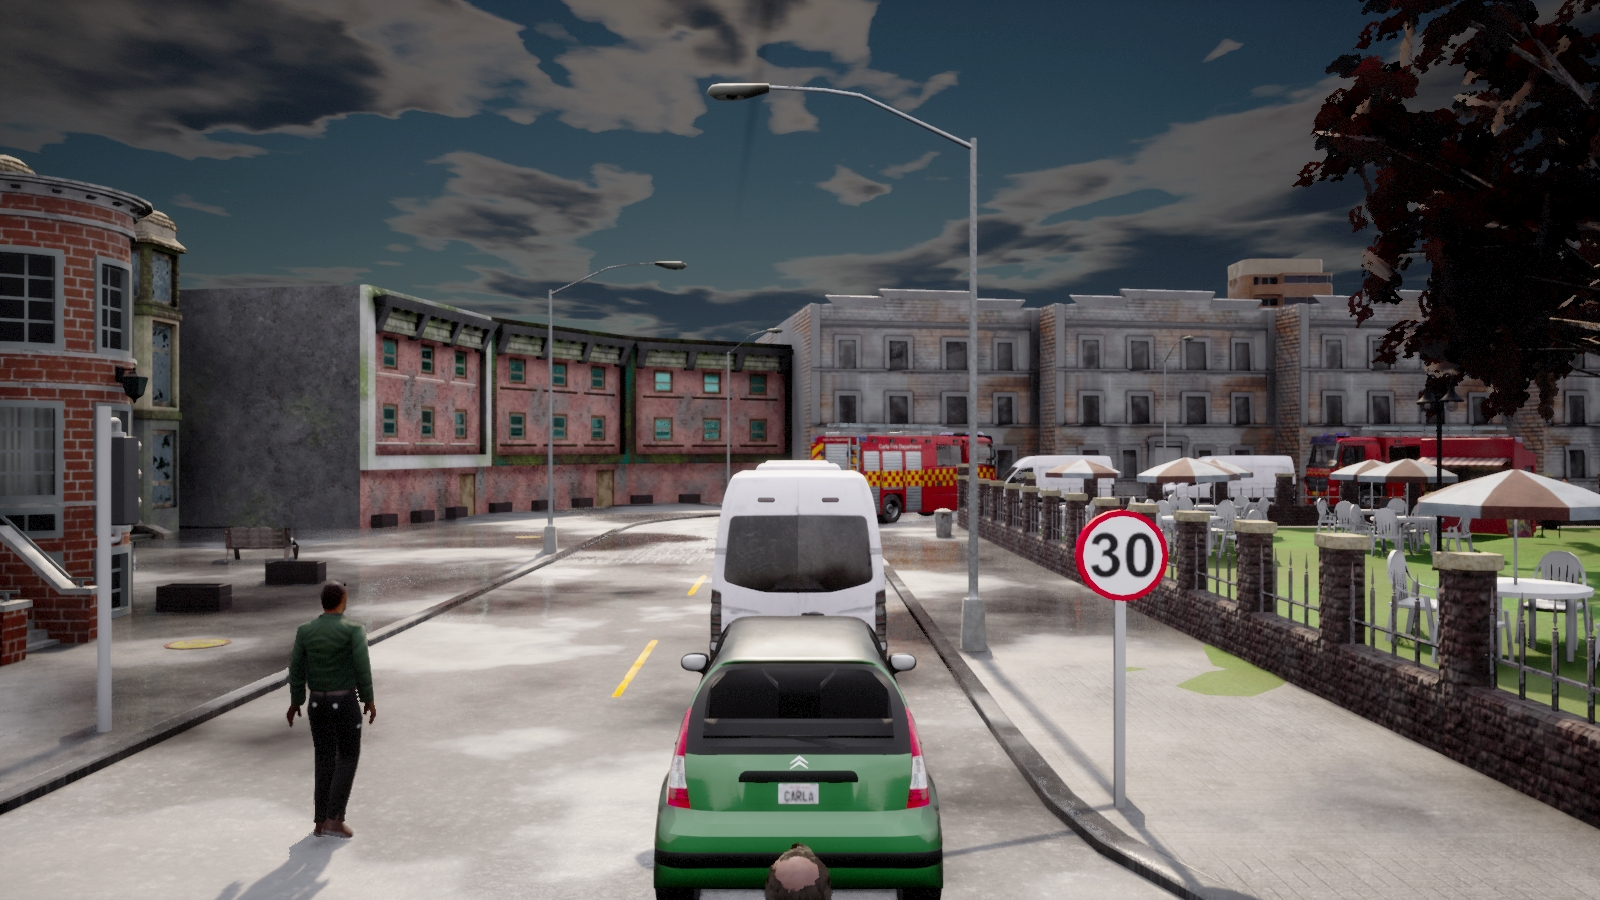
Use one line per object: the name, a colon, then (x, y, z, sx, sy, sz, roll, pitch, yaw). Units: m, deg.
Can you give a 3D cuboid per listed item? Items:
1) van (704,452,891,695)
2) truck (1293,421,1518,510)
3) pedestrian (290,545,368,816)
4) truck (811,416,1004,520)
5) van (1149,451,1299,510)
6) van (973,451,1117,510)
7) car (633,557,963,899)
van: (-0.025, 1.315, 15.105, 1.988, 2.561, 5.915, 0, 0, 0)
truck: (26.739, 0.670, 50.713, 8.468, 3.827, 2.891, 0, 0, 0)
pedestrian: (-3.372, 1.628, 8.198, 0.375, 1.860, 0.375, 0, 0, 10)
truck: (4.502, 0.672, 46.247, 8.468, 3.827, 2.891, 0, 0, -43)
van: (18.656, 1.314, 50.452, 5.915, 2.561, 1.988, 0, 0, 0)
van: (10.768, 1.314, 50.430, 5.915, 2.561, 1.988, 0, 0, 0)
car: (-0.015, 1.779, 8.404, 1.851, 1.617, 3.988, 0, 0, 0)
